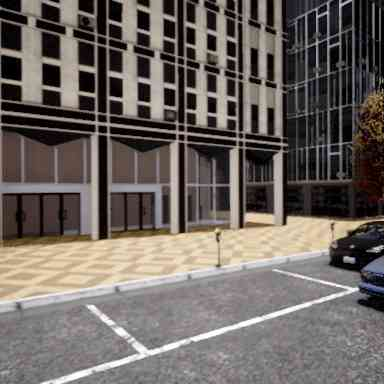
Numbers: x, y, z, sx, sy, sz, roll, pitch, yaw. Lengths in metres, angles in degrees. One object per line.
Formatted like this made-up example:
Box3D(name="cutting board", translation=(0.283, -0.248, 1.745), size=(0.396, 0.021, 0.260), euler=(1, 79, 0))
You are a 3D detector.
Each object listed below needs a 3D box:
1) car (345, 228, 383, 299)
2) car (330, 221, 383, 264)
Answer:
Box3D(name="car", translation=(6.011, 1.619, 7.663), size=(5.357, 1.411, 2.033), euler=(1, 0, -35))
Box3D(name="car", translation=(6.423, 1.656, 11.110), size=(4.313, 1.339, 1.947), euler=(1, -1, -35))
